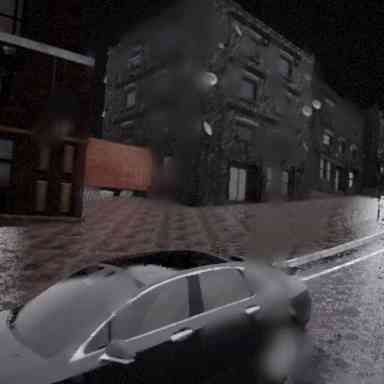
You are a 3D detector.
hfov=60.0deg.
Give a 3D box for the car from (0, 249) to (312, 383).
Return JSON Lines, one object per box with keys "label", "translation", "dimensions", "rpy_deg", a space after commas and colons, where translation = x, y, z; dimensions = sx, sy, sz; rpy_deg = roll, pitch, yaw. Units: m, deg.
{"label": "car", "translation": [-0.583, 1.517, 3.769], "dimensions": [4.892, 1.490, 1.837], "rpy_deg": [0, 0, -38]}
